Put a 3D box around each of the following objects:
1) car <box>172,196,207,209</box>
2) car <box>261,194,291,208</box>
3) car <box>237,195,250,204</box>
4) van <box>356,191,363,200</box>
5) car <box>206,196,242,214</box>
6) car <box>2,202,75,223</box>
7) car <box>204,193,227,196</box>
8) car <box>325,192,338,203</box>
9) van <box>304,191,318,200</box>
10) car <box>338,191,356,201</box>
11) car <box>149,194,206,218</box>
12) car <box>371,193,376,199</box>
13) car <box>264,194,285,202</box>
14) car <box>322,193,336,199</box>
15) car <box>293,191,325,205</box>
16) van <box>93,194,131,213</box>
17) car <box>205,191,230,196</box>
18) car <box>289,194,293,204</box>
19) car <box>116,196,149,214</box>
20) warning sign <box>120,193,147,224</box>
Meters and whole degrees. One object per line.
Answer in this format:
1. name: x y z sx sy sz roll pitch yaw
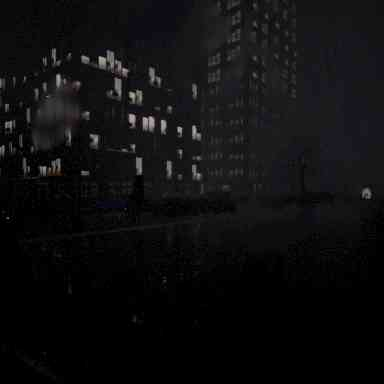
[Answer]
1. car: -0.221 1.219 41.300 1.887 1.381 4.507 1 1 40
2. car: 9.840 1.244 40.165 1.802 1.307 4.206 1 1 40
3. car: 7.171 1.148 49.947 1.947 1.339 4.313 1 1 40
4. van: 35.694 0.683 70.449 1.690 1.788 3.998 1 1 40
5. car: 2.504 1.320 31.469 1.947 1.339 4.313 1 1 40
6. car: -11.201 1.447 24.444 1.895 1.301 4.718 0 1 38
7. car: 1.159 1.213 33.991 1.882 1.535 5.008 0 0 40
8. car: 20.921 0.840 53.141 2.192 1.841 5.009 1 1 40
9. van: 25.639 0.695 71.578 1.690 1.788 3.998 1 1 40
10. car: 28.417 0.957 61.927 1.752 1.417 4.829 1 1 40
11. car: -1.146 1.241 27.104 1.967 1.590 4.097 1 1 40
12. car: 39.386 0.848 74.779 2.008 1.369 4.403 1 1 40
13. car: 14.558 1.057 58.601 1.947 1.339 4.313 1 1 40
14. car: 33.025 0.829 80.236 1.947 1.339 4.313 1 1 40
15. car: 17.228 0.885 48.815 2.192 1.841 5.009 1 1 40
16. van: -7.692 1.107 32.716 1.690 1.788 3.998 1 1 40
17. car: 2.564 0.895 40.543 2.150 2.045 5.566 0 1 41
18. car: 14.874 1.058 50.089 2.128 1.511 4.902 0 1 41
19. car: -4.773 1.330 31.966 1.994 1.385 4.181 0 1 41
20. warning sign: -3.643 0.977 20.726 1.300 1.860 1.060 0 0 40
